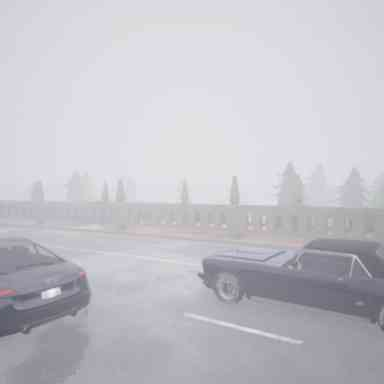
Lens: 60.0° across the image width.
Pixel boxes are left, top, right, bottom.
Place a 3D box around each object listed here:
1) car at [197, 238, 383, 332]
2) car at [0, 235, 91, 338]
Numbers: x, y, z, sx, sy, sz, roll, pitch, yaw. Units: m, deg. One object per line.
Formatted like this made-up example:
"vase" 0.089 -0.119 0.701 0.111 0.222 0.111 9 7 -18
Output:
"car" 2.460 1.569 6.368 4.718 1.301 1.895 0 0 35
"car" -3.881 1.534 6.228 4.181 1.385 1.994 0 0 32
